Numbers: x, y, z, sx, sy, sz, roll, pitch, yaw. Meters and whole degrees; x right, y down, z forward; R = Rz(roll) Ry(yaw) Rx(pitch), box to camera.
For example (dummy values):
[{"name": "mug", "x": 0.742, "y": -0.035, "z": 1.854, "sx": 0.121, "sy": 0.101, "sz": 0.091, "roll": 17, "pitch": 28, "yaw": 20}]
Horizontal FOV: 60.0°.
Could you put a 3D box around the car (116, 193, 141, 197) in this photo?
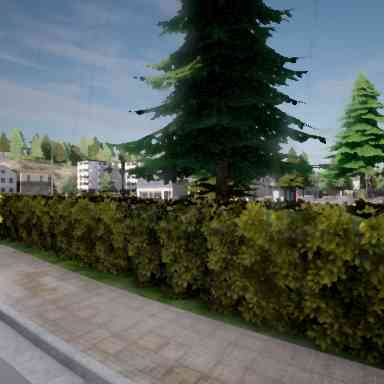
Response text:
[{"name": "car", "x": -9.708, "y": 1.384, "z": 53.927, "sx": 3.806, "sy": 1.475, "sz": 1.970, "roll": 0, "pitch": 0, "yaw": -45}]

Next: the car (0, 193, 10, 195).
[{"name": "car", "x": -23.145, "y": 1.330, "z": 40.971, "sx": 5.027, "sy": 1.636, "sz": 2.152, "roll": 0, "pitch": 0, "yaw": -45}]

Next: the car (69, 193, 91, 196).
[{"name": "car", "x": -26.509, "y": 1.153, "z": 81.290, "sx": 5.027, "sy": 1.636, "sz": 2.152, "roll": 0, "pitch": 0, "yaw": -45}]

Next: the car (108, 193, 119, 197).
[{"name": "car", "x": -15.228, "y": 1.097, "z": 70.363, "sx": 4.605, "sy": 1.855, "sz": 1.932, "roll": 0, "pitch": 0, "yaw": -45}]

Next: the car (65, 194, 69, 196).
[{"name": "car", "x": -31.230, "y": 1.232, "z": 85.648, "sx": 3.806, "sy": 1.475, "sz": 1.970, "roll": 0, "pitch": 0, "yaw": -45}]

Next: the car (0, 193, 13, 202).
[{"name": "car", "x": -41.123, "y": 1.097, "z": 71.368, "sx": 4.605, "sy": 1.855, "sz": 1.932, "roll": 0, "pitch": 0, "yaw": -45}]

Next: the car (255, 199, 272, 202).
[{"name": "car", "x": 9.885, "y": 1.477, "z": 44.371, "sx": 5.008, "sy": 1.535, "sz": 1.882, "roll": 0, "pitch": 0, "yaw": -45}]

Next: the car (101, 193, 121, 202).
[{"name": "car", "x": -17.555, "y": 1.076, "z": 72.150, "sx": 3.866, "sy": 1.878, "sz": 1.905, "roll": 0, "pitch": 0, "yaw": -45}]
